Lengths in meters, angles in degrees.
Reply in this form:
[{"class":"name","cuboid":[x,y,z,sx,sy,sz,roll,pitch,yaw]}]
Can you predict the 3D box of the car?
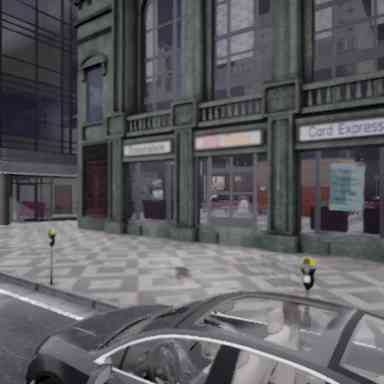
[{"class":"car","cuboid":[0.380,1.551,2.689,4.403,1.369,2.008,0,0,35]}]
